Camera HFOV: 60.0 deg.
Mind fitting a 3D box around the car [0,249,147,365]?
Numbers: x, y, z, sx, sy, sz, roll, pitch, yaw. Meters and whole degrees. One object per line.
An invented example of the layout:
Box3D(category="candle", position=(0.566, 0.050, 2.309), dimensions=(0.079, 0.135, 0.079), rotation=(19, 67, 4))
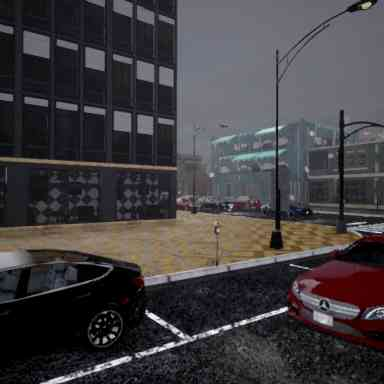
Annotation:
Box3D(category="car", position=(-2.715, 1.566, 4.618), dimensions=(4.313, 1.339, 1.947), rotation=(0, 0, -35))

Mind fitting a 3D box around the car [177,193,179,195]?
Box3D(category="car", position=(-3.099, 1.131, 41.329), dimensions=(1.994, 1.385, 4.181), rotation=(0, 1, -36))

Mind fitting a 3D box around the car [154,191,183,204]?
Box3D(category="car", position=(-3.794, 0.794, 52.085), dimensions=(2.192, 1.841, 5.009), rotation=(1, 0, -36))

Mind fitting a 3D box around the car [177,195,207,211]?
Box3D(category="car", position=(-0.728, 1.231, 33.712), dimensions=(1.802, 1.307, 4.206), rotation=(1, 0, -36))

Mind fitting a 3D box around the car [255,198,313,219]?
Box3D(category="car", position=(7.561, 1.355, 26.762), dimensions=(1.994, 1.385, 4.181), rotation=(0, 1, -36))

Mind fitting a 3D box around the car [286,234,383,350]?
Box3D(category="car", position=(3.738, 1.526, 6.024), dimensions=(4.674, 1.442, 1.812), rotation=(0, 0, -35))

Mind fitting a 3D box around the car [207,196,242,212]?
Box3D(category="car", position=(2.324, 1.173, 33.918), dimensions=(2.128, 1.511, 4.902), rotation=(0, 1, -36))

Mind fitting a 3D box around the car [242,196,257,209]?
Box3D(category="car", position=(6.035, 1.130, 38.665), dimensions=(1.967, 1.590, 4.097), rotation=(1, 0, -36))

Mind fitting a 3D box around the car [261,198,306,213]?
Box3D(category="car", position=(9.311, 1.340, 34.189), dimensions=(1.802, 1.307, 4.206), rotation=(1, 0, -36))
